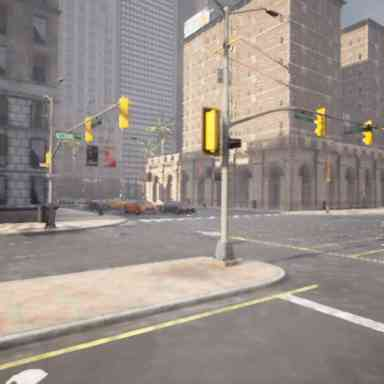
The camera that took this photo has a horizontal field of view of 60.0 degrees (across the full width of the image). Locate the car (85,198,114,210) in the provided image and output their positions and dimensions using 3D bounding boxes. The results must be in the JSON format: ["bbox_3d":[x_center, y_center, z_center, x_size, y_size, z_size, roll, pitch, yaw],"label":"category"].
[{"bbox_3d":[-12.972,1.697,46.471,1.812,1.442,4.674,1,0,-35],"label":"car"}]

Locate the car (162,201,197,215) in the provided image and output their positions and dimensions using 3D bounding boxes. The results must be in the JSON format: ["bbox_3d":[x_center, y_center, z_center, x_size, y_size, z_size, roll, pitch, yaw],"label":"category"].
[{"bbox_3d":[-1.703,1.753,36.631,2.033,1.411,5.357,1,0,-36],"label":"car"}]

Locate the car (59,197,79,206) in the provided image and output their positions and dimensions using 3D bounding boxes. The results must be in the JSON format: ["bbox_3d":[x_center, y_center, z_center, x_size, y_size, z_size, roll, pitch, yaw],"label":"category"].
[{"bbox_3d":[-22.462,1.677,59.796,1.837,1.490,4.892,1,-1,-35],"label":"car"}]

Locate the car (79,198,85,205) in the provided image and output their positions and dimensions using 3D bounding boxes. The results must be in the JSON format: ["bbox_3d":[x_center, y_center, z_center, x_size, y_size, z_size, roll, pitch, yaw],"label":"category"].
[{"bbox_3d":[-19.939,1.771,62.321,1.994,1.385,4.181,1,0,-35],"label":"car"}]

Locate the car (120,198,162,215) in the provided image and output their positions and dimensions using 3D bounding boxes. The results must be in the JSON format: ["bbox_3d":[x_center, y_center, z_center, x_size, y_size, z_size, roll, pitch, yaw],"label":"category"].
[{"bbox_3d":[-5.567,1.522,36.007,2.097,1.767,4.553,1,0,-36],"label":"car"}]

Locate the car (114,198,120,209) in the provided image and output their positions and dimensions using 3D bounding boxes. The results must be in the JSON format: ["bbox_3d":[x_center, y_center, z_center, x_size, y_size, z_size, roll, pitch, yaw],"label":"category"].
[{"bbox_3d":[-10.902,1.684,49.430,1.882,1.535,5.008,1,1,-35],"label":"car"}]
